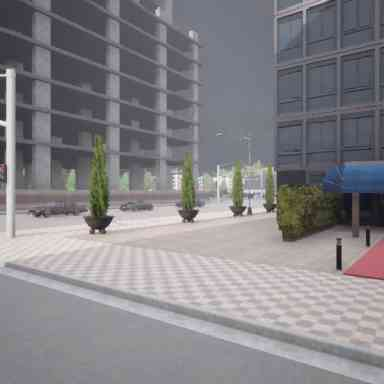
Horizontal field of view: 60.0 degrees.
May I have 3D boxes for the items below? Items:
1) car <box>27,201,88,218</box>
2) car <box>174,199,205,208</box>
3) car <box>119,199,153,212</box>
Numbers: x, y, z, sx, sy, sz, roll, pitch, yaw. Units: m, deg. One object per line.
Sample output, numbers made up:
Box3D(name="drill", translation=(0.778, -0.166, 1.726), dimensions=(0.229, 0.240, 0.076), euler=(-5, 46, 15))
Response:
Box3D(name="car", translation=(-12.334, 1.547, 30.894), dimensions=(2.033, 1.411, 5.357), euler=(0, 0, 36))
Box3D(name="car", translation=(-0.219, 1.547, 47.538), dimensions=(2.033, 1.411, 5.357), euler=(0, 0, 36))
Box3D(name="car", translation=(-6.464, 1.564, 38.953), dimensions=(1.994, 1.385, 4.181), euler=(0, 0, 37))
